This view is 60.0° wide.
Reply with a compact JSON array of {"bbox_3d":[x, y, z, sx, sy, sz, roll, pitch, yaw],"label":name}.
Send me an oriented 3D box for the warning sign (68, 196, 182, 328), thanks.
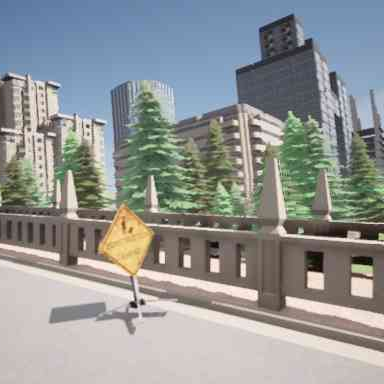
[{"bbox_3d":[-1.136,1.126,5.837,1.060,1.860,1.300,-8,2,35],"label":"warning sign"}]
